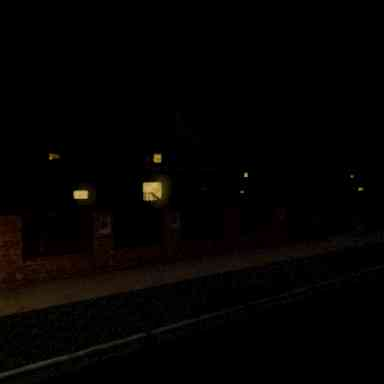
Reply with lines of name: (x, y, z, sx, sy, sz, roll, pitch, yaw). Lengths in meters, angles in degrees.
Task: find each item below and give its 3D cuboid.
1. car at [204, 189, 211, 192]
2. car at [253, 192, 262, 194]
car: (1.615, 0.282, 56.406, 2.128, 1.511, 4.902, -2, 2, -35)
car: (8.162, 0.752, 41.813, 1.994, 1.385, 4.181, -2, 2, -34)
